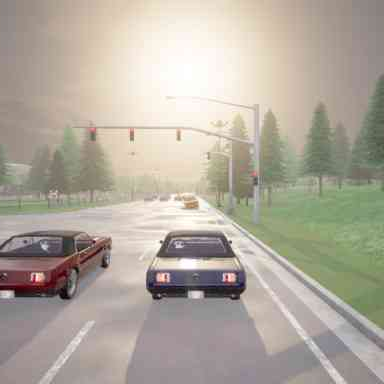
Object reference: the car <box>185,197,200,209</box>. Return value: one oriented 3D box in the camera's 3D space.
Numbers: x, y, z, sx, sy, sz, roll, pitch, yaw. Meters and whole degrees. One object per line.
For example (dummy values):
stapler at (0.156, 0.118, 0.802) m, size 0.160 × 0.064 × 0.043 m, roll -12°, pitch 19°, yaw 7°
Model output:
car at (0.096, 1.592, 50.001) m, size 2.033 × 1.411 × 5.357 m, roll 0°, pitch 2°, yaw 0°

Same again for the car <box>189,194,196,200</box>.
car at (0.176, 1.372, 91.044) m, size 2.033 × 1.411 × 5.357 m, roll 0°, pitch 0°, yaw 0°

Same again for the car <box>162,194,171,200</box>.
car at (-6.824, 1.372, 91.058) m, size 2.033 × 1.411 × 5.357 m, roll 0°, pitch 0°, yaw 0°

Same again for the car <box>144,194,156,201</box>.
car at (-10.344, 1.531, 80.644) m, size 2.033 × 1.411 × 5.357 m, roll 0°, pitch 0°, yaw 0°

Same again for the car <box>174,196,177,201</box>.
car at (-3.343, 1.545, 81.047) m, size 1.994 × 1.385 × 4.181 m, roll 0°, pitch 0°, yaw 0°

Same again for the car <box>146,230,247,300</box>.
car at (0.095, 1.601, 8.336) m, size 1.895 × 1.301 × 4.718 m, roll 0°, pitch 0°, yaw 0°

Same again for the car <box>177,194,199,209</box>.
car at (-0.363, 1.055, 46.619) m, size 1.882 × 1.535 × 5.008 m, roll -10°, pitch 17°, yaw -8°

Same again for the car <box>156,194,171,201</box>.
car at (-6.844, 1.531, 80.638) m, size 2.033 × 1.411 × 5.357 m, roll 0°, pitch 0°, yaw 0°

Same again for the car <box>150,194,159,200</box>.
car at (-10.324, 1.332, 91.064) m, size 1.837 × 1.490 × 4.892 m, roll 0°, pitch 0°, yaw 0°

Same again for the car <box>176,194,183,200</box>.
car at (-3.324, 1.357, 91.051) m, size 1.812 × 1.442 × 4.674 m, roll 0°, pitch 0°, yaw 0°

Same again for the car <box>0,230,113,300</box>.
car at (-3.405, 1.601, 8.360) m, size 1.895 × 1.301 × 4.718 m, roll 0°, pitch 0°, yaw 0°
